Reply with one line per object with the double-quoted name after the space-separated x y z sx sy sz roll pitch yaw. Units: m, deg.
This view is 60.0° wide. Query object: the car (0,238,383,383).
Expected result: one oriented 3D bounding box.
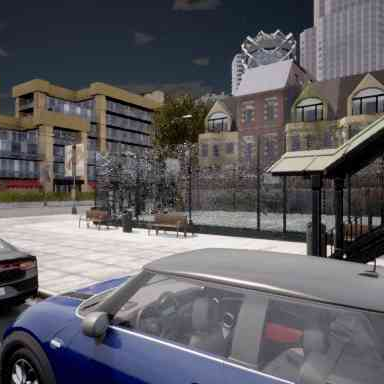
0.148 1.354 3.198 4.553 1.767 2.185 0 0 35 "car"
